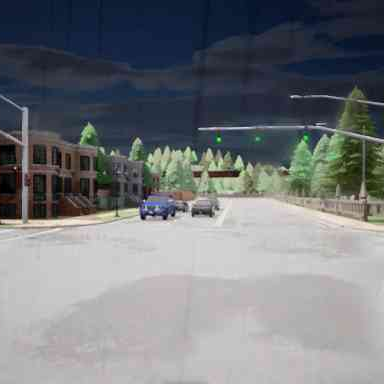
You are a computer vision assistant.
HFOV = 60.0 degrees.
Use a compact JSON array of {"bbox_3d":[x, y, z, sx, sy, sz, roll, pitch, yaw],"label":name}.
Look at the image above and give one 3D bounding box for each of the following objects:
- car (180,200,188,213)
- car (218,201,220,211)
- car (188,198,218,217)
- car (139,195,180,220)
[{"bbox_3d":[-1.550,1.609,38.105,1.994,1.385,4.181,0,0,8],"label":"car"},{"bbox_3d":[2.520,1.553,41.833,1.837,1.490,4.892,0,0,8],"label":"car"},{"bbox_3d":[1.130,1.514,31.758,1.882,1.535,5.008,0,0,8],"label":"car"},{"bbox_3d":[-2.824,1.256,28.795,2.150,2.045,5.566,0,0,8],"label":"car"}]
